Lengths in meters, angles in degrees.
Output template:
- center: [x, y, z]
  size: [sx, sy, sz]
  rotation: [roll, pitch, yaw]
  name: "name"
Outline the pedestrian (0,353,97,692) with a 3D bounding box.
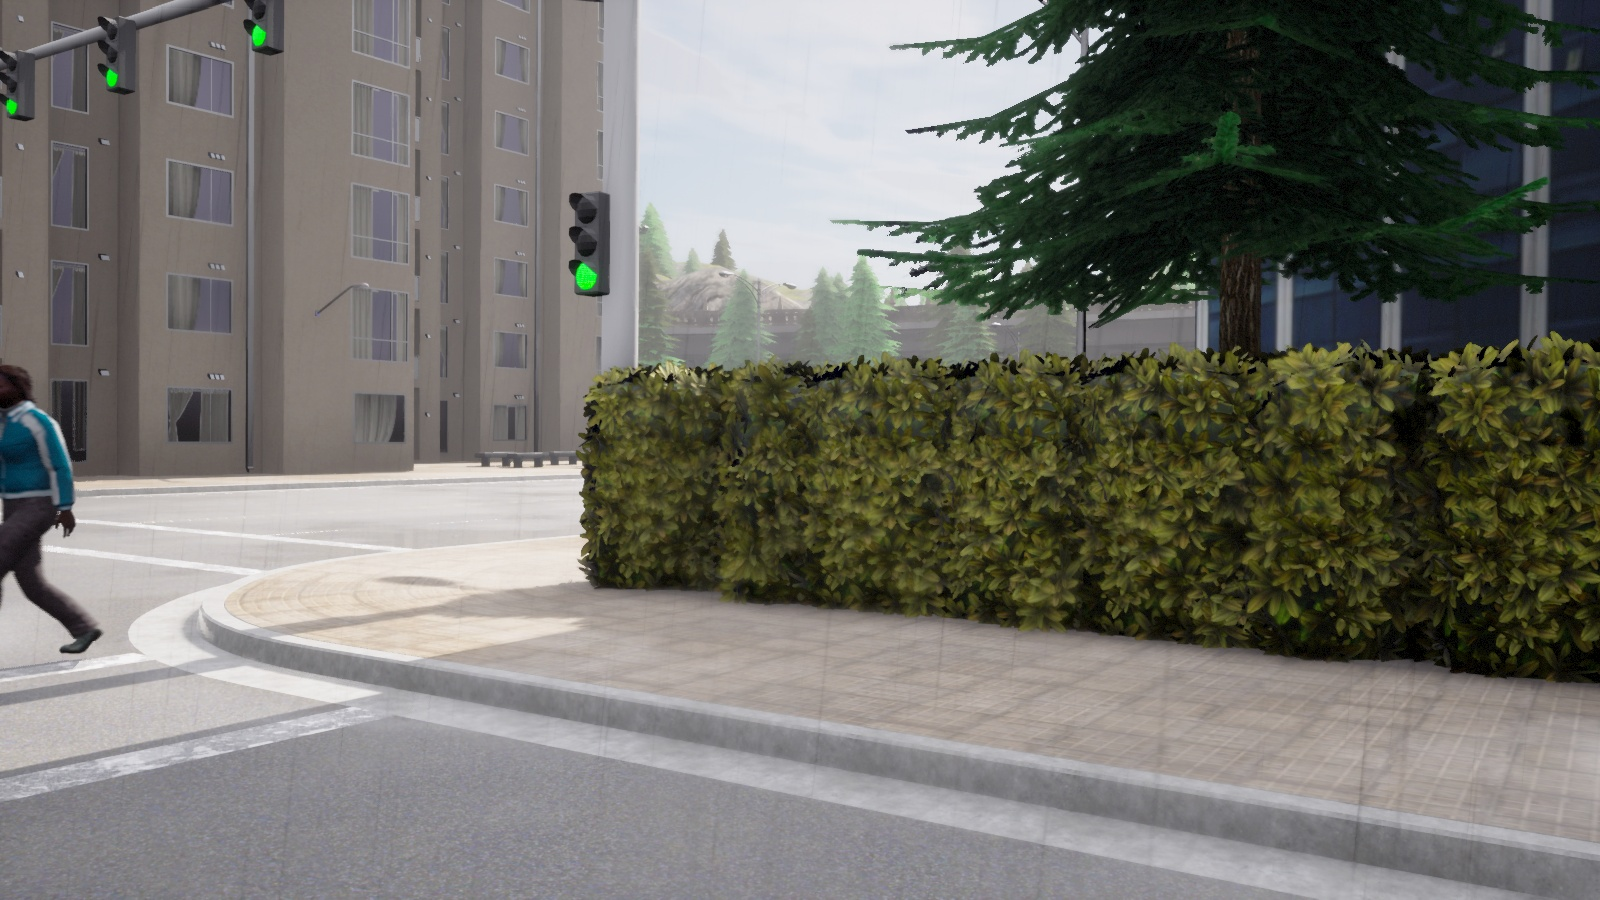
- center: [-4.623, 0.410, 7.417]
  size: [0.396, 1.930, 0.692]
  rotation: [0, 1, 34]
  name: "pedestrian"
